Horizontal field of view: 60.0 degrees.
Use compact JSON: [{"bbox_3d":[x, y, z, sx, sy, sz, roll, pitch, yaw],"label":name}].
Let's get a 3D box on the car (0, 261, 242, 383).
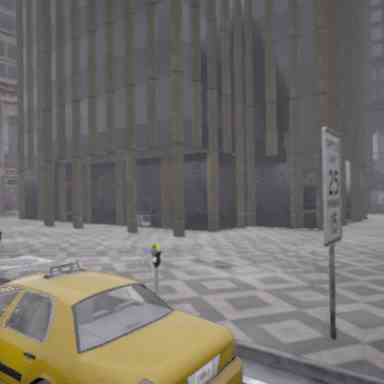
[{"bbox_3d":[-1.777,1.579,4.237,4.829,1.417,1.752,-1,-1,36],"label":"car"}]
